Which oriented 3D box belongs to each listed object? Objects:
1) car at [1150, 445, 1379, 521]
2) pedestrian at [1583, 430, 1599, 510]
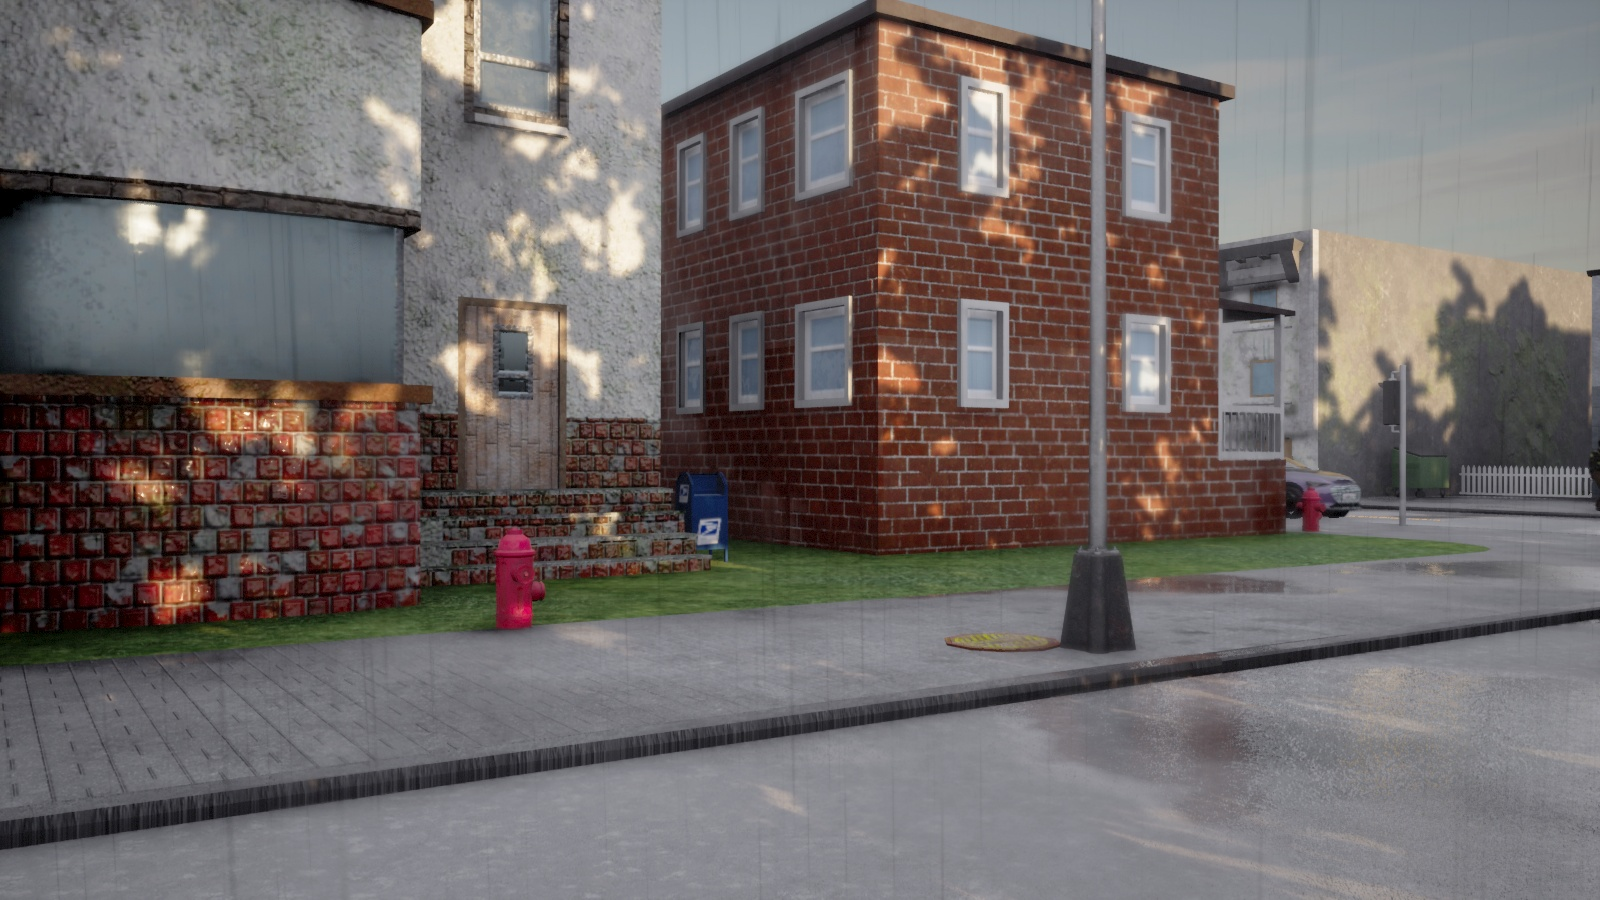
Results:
[{"bbox_3d":[10.970,0.725,30.012,2.033,1.649,4.856,0,0,-33],"label":"car"},{"bbox_3d":[19.395,0.488,30.392,0.395,1.930,0.692,0,0,-7],"label":"pedestrian"}]
